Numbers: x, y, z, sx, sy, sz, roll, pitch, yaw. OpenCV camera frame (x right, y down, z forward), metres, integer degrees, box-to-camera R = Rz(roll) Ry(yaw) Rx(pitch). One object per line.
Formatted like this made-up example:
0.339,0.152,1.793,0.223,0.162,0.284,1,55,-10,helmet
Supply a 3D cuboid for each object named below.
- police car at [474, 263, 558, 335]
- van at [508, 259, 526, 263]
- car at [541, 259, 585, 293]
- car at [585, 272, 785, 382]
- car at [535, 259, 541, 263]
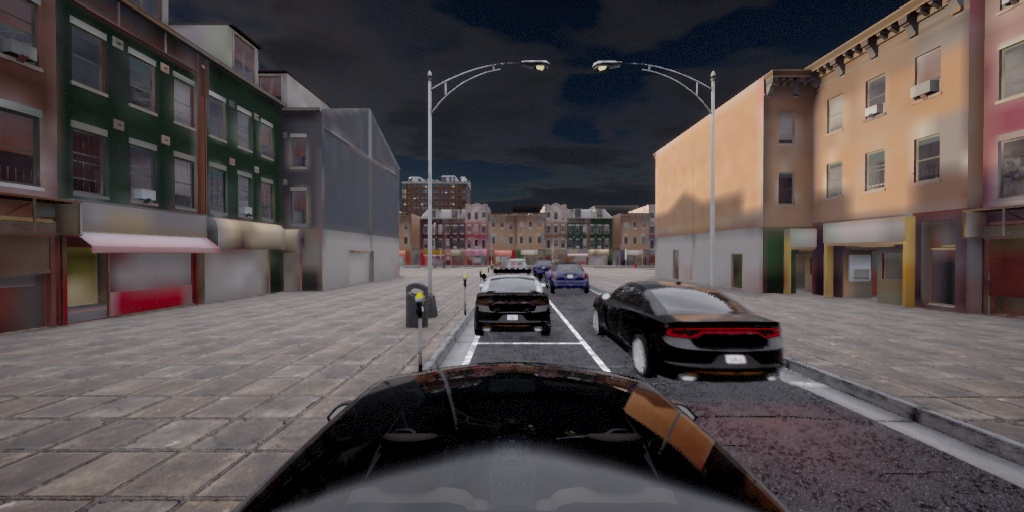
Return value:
0.012,1.174,10.611,1.930,1.638,5.238,0,0,0,police car
0.382,1.095,27.349,1.690,1.789,3.998,0,0,0,van
3.065,1.102,20.884,2.097,1.767,4.553,0,0,0,car
3.021,1.227,7.316,1.882,1.535,5.008,0,0,0,car
3.065,1.111,35.876,2.097,1.767,4.553,0,0,1,car
